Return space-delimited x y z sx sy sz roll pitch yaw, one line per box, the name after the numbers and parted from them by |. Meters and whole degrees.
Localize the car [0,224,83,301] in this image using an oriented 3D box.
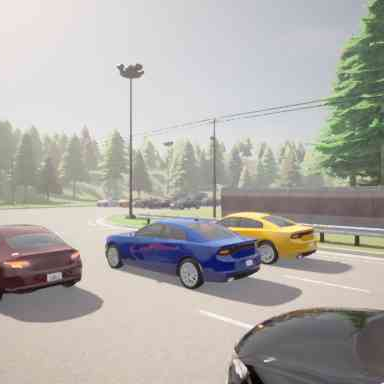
-4.440 1.526 8.187 4.674 1.442 1.812 0 0 42 | car

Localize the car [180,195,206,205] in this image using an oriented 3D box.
0.146 1.354 59.148 2.097 1.767 4.553 0 0 43 | car

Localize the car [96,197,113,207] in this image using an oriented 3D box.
-12.308 1.528 50.794 1.812 1.442 4.674 0 0 42 | car

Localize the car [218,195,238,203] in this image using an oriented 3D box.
7.879 1.481 72.467 1.882 1.535 5.008 0 0 44 | car

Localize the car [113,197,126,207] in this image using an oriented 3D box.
-8.698 1.480 49.552 1.882 1.535 5.008 0 0 43 | car

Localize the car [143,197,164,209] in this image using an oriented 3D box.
-3.753 1.603 44.588 1.895 1.301 4.718 0 0 43 | car

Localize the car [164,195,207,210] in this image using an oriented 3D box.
-0.783 1.493 42.645 2.128 1.511 4.902 0 0 43 | car

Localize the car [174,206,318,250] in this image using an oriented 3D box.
1.858 1.478 11.911 5.008 1.535 1.882 0 0 43 | car

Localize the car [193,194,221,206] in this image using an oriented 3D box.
2.358 1.528 51.223 1.812 1.442 4.674 0 0 43 | car

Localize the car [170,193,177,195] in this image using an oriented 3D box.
-2.920 1.223 60.984 2.150 2.045 5.566 0 0 43 | car

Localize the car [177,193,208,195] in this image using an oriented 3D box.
0.607 1.219 54.494 2.150 2.045 5.566 0 1 43 | car

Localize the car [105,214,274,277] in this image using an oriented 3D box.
-0.501 1.478 9.325 5.008 1.535 1.882 0 0 43 | car

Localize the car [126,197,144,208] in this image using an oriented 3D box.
-6.304 1.494 46.984 2.128 1.511 4.902 0 0 43 | car

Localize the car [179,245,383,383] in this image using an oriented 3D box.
2.433 1.492 1.972 4.902 1.511 2.128 0 0 42 | car
